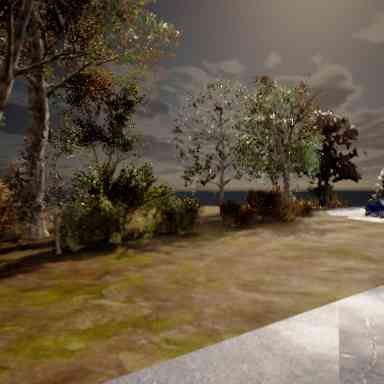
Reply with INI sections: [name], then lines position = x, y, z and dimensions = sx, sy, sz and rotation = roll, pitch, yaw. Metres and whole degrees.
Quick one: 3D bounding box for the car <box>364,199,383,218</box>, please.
[car]
position = 16.556, 1.358, 28.405
dimensions = 1.882, 1.535, 5.008
rotation = 0, 0, 5
